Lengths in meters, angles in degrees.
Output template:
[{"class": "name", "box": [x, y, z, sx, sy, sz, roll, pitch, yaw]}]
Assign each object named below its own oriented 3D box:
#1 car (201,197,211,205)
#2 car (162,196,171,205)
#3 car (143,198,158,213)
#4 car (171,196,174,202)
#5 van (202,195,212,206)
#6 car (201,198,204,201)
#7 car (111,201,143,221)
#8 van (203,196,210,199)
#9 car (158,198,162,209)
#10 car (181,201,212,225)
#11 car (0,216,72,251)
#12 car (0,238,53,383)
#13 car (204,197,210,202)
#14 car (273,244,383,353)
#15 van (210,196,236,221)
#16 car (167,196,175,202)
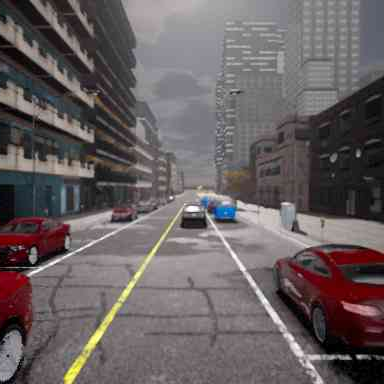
[{"class": "car", "box": [2.773, 1.809, 67.474, 1.947, 1.339, 4.313, -1, 0, 0]}, {"class": "car", "box": [-5.615, 1.779, 61.863, 2.008, 1.369, 4.403, -1, 0, 0]}, {"class": "car", "box": [-5.647, 1.705, 39.543, 2.008, 1.369, 4.403, -1, 0, 0]}, {"class": "car", "box": [-5.600, 1.806, 73.025, 1.887, 1.381, 4.507, -1, 0, 0]}, {"class": "van", "box": [2.761, 1.568, 61.894, 1.690, 1.788, 3.998, -1, 0, 0]}, {"class": "car", "box": [0.160, 1.761, 41.746, 1.895, 1.301, 4.718, 0, 0, 0]}, {"class": "car", "box": [-5.662, 1.694, 28.380, 1.802, 1.307, 4.206, -1, 0, 0]}, {"class": "van", "box": [2.746, 1.532, 50.734, 1.690, 1.788, 3.998, -1, 0, 0]}, {"class": "car", "box": [-5.641, 1.613, 45.123, 1.967, 1.590, 4.097, -1, 0, 0]}, {"class": "car", "box": [0.139, 1.645, 24.955, 2.033, 1.411, 5.357, 0, 0, 0]}, {"class": "car", "box": [-5.686, 1.593, 11.639, 1.887, 1.381, 4.507, -1, 0, 0]}, {"class": "car", "box": [-3.079, 1.489, 2.480, 1.882, 1.535, 5.008, 0, 0, 0]}, {"class": "car", "box": [2.734, 1.697, 39.573, 1.887, 1.381, 4.507, -1, 0, 0]}, {"class": "car", "box": [2.687, 1.607, 6.092, 1.802, 1.307, 4.206, -1, 0, 0]}, {"class": "van", "box": [2.714, 1.452, 28.413, 1.690, 1.788, 3.998, -1, 0, 0]}, {"class": "car", "box": [-5.575, 1.874, 89.767, 1.947, 1.339, 4.313, -1, 0, 0]}]
